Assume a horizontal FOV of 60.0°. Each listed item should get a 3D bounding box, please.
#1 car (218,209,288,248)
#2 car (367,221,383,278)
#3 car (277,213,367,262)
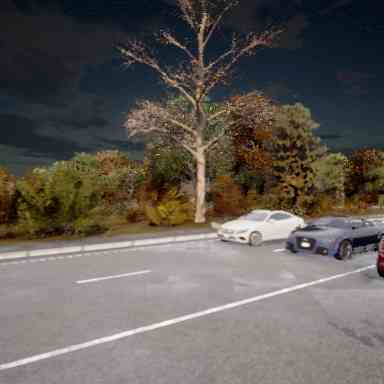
[{"bbox_3d":[3.286,1.535,15.085,4.674,1.442,1.812,0,0,-36],"label":"car"},{"bbox_3d":[6.899,1.354,8.824,4.553,1.767,2.097,0,0,-36],"label":"car"},{"bbox_3d":[5.390,1.570,12.287,4.181,1.385,1.994,0,0,-36],"label":"car"}]
